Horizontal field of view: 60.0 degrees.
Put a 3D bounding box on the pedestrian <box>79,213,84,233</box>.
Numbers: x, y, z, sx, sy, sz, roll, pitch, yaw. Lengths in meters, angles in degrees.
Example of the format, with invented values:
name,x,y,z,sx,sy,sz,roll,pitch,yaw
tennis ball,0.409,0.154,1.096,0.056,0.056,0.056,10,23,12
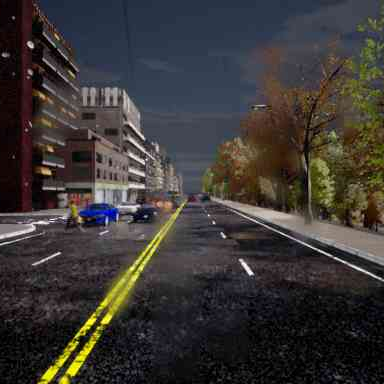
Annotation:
name,x,y,z,sx,sy,sz,roll,pitch,yaw
pedestrian,-6.190,1.675,18.397,0.500,1.100,0.500,0,0,0

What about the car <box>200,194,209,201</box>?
name,x,y,z,sx,sy,sz,roll,pitch,yaw
car,3.220,1.294,84.515,2.097,1.767,4.553,0,0,0

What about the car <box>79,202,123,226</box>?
name,x,y,z,sx,sy,sz,roll,pitch,yaw
car,-6.621,1.532,23.900,1.882,1.535,5.008,0,0,0

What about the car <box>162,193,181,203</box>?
name,x,y,z,sx,sy,sz,roll,pitch,yaw
car,-3.358,1.363,54.010,2.097,1.767,4.553,0,0,0

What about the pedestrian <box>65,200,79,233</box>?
name,x,y,z,sx,sy,sz,roll,pitch,yaw
pedestrian,-6.421,1.295,17.795,0.375,1.860,0.375,0,0,0

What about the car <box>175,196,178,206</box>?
name,x,y,z,sx,sy,sz,roll,pitch,yaw
car,-3.361,1.571,45.494,1.994,1.385,4.181,0,0,1

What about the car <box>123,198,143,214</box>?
name,x,y,z,sx,sy,sz,roll,pitch,yaw
car,-6.612,1.655,34.256,1.895,1.301,4.718,0,1,0

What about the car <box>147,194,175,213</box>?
name,x,y,z,sx,sy,sz,roll,pitch,yaw
car,-3.370,1.378,36.797,2.097,1.767,4.553,0,0,0

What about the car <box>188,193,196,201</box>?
name,x,y,z,sx,sy,sz,roll,pitch,yaw
car,-0.030,1.164,84.574,2.150,2.045,5.566,0,0,0

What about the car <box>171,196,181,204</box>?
name,x,y,z,sx,sy,sz,roll,pitch,yaw
car,-3.287,1.522,67.937,1.837,1.490,4.892,0,0,0

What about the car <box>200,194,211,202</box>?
name,x,y,z,sx,sy,sz,roll,pitch,yaw
car,3.224,1.513,74.129,1.837,1.490,4.892,0,0,0

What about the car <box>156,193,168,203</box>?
name,x,y,z,sx,sy,sz,roll,pitch,yaw
car,-6.526,1.244,72.705,2.150,2.045,5.566,0,0,0

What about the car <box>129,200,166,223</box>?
name,x,y,z,sx,sy,sz,roll,pitch,yaw
car,-3.369,1.608,26.057,1.994,1.385,4.181,0,0,0

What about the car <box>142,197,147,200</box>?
name,x,y,z,sx,sy,sz,roll,pitch,yaw
car,-6.616,1.511,43.974,1.837,1.490,4.892,0,0,0

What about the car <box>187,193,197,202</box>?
name,x,y,z,sx,sy,sz,roll,pitch,yaw
car,-0.026,1.491,74.127,1.882,1.535,5.008,0,0,0
